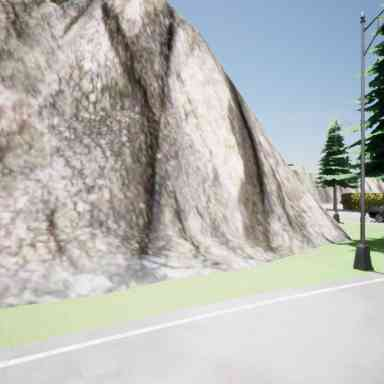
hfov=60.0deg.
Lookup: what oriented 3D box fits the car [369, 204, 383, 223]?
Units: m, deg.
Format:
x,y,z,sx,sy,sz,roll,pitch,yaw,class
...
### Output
x,y,z,sx,sy,sz,roll,pitch,yaw,class
14.916,1.492,23.118,2.128,1.511,4.902,0,0,-27,car
